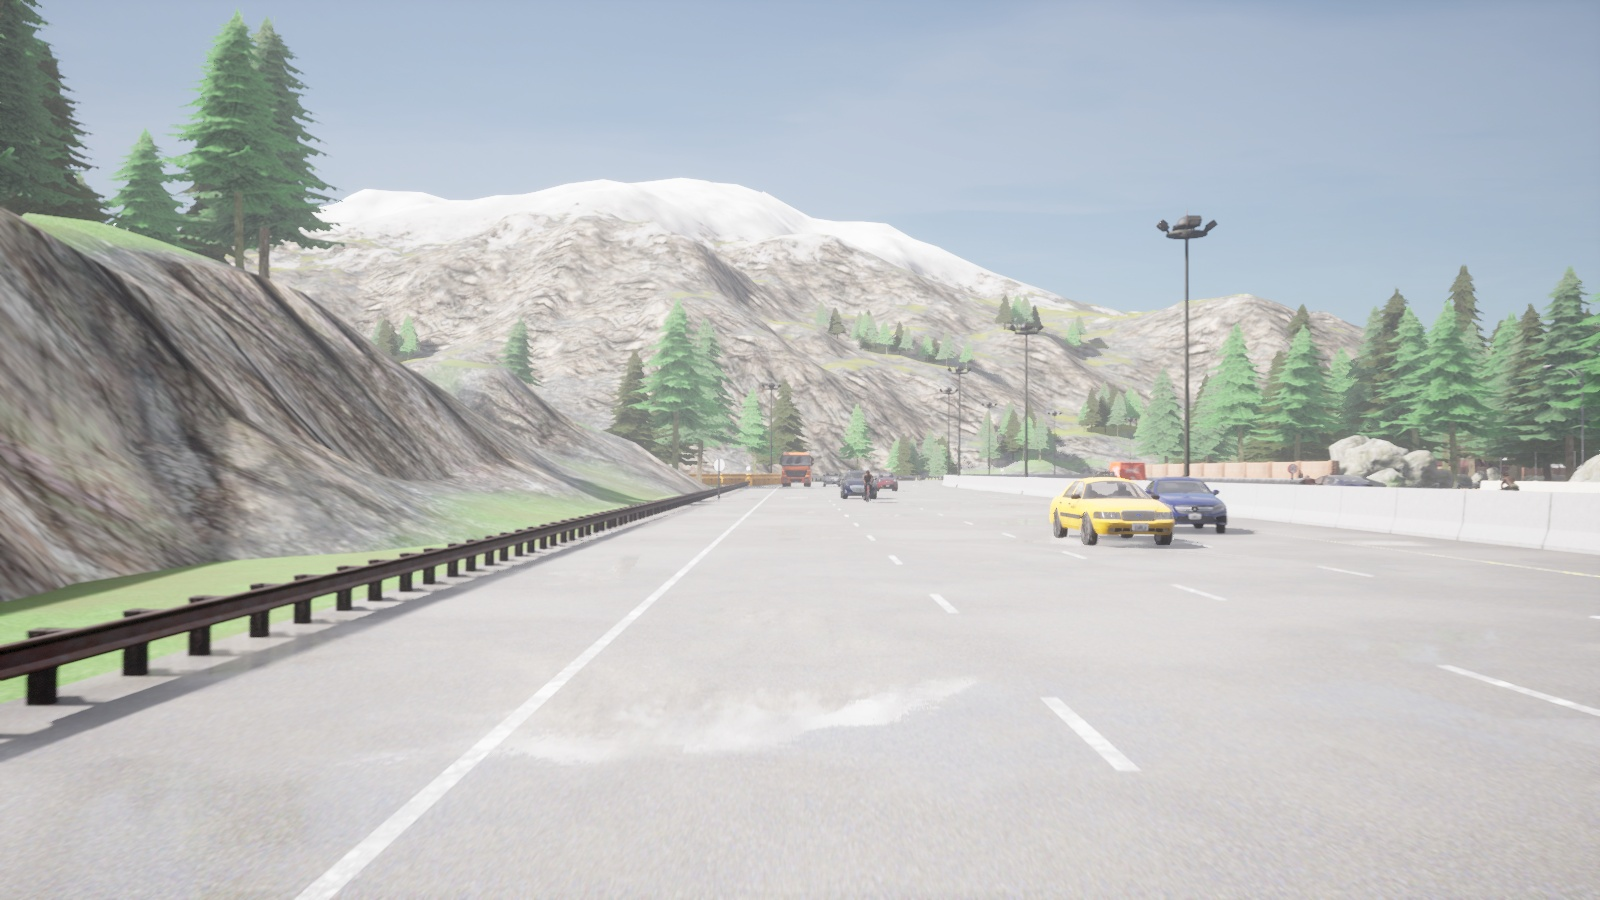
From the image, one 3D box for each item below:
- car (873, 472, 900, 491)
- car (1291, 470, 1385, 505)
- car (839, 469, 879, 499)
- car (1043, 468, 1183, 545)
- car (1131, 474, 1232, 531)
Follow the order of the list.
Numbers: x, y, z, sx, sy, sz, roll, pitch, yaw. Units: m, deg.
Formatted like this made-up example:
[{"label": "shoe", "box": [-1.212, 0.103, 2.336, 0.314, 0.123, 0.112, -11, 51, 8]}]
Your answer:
[{"label": "car", "box": [6.763, 2.447, 98.296, 1.845, 1.501, 3.633, 0, -1, 0]}, {"label": "car", "box": [24.362, 1.672, 57.059, 2.163, 1.488, 4.792, 0, -1, 0]}, {"label": "car", "box": [3.327, 1.927, 71.404, 2.033, 1.649, 4.856, 0, -1, 0]}, {"label": "car", "box": [6.931, 1.201, 28.409, 1.801, 1.575, 5.366, 0, -1, 0]}, {"label": "car", "box": [10.223, 1.368, 33.980, 1.812, 1.442, 4.674, 0, -1, 6]}]
